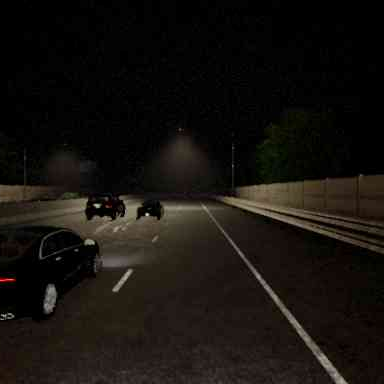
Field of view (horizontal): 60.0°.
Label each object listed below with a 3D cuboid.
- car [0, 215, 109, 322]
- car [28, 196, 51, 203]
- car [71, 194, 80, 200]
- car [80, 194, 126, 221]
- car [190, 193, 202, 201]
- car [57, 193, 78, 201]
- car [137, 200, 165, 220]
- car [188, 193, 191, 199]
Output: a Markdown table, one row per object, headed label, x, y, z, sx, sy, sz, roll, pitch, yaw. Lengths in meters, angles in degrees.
| label | x | y | z | sx | sy | sz | roll | pitch | yaw |
| --- | --- | --- | --- | --- | --- | --- | --- | --- | --- |
| car | -3.396 | 1.492 | 7.231 | 1.837 | 1.490 | 4.892 | 0 | 0 | 0 |
| car | -24.524 | 1.383 | 53.731 | 1.882 | 1.535 | 5.008 | 0 | 0 | 1 |
| car | -17.535 | 1.431 | 54.194 | 1.812 | 1.442 | 4.674 | 0 | 0 | 0 |
| car | -6.885 | 1.171 | 26.952 | 2.150 | 2.045 | 5.566 | 0 | 0 | 0 |
| car | 1.267 | 1.255 | 77.838 | 2.097 | 1.767 | 4.553 | 0 | 0 | 0 |
| car | -21.009 | 1.124 | 56.901 | 2.150 | 2.045 | 5.566 | 0 | 0 | 1 |
| car | -3.385 | 1.453 | 27.635 | 1.837 | 1.490 | 4.892 | 0 | 0 | 0 |
| car | 0.051 | 1.123 | 95.083 | 2.097 | 1.767 | 4.553 | 0 | 0 | 0 |
